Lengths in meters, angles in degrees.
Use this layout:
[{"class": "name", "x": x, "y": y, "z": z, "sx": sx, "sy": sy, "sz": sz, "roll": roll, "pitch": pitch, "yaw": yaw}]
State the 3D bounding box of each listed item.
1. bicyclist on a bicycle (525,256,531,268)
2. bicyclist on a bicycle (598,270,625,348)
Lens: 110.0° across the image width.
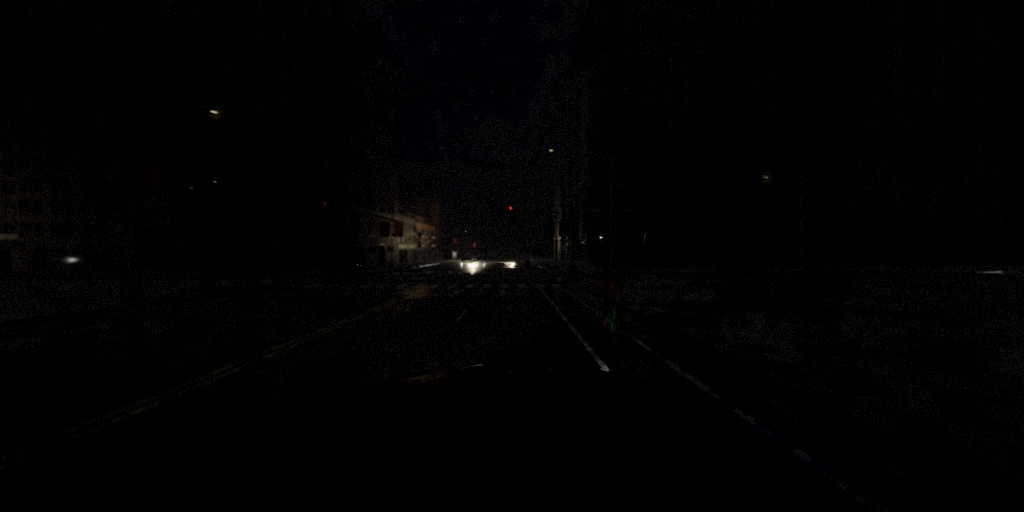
[{"class": "bicyclist on a bicycle", "x": 2.227, "y": 0.838, "z": 49.258, "sx": 0.866, "sy": 1.612, "sz": 1.509, "roll": 0, "pitch": 0, "yaw": 0}, {"class": "bicyclist on a bicycle", "x": 2.248, "y": 1.151, "z": 8.118, "sx": 0.582, "sy": 1.620, "sz": 1.656, "roll": 0, "pitch": 0, "yaw": 0}]
